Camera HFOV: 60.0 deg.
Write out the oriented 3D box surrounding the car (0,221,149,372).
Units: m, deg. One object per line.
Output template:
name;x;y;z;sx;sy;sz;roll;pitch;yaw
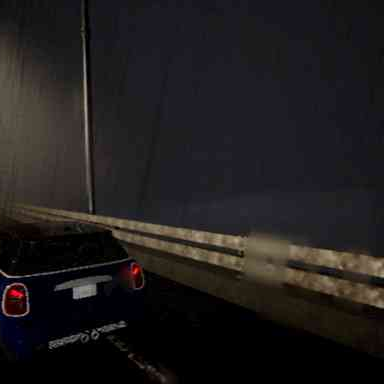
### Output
car;-2.657;1.309;6.002;2.097;1.767;4.553;-2;1;-37
